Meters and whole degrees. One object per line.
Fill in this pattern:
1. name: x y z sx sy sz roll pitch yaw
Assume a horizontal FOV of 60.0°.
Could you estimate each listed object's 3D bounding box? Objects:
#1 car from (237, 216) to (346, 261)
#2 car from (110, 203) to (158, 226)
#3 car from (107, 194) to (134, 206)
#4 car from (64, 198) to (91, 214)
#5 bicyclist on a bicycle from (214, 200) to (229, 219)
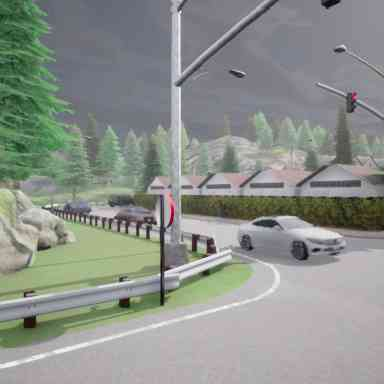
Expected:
1. car: 3.612 1.663 12.994 1.812 1.442 4.674 0 -3 -29
2. car: -4.104 1.755 24.529 1.994 1.385 4.181 0 0 -35
3. car: -10.955 1.398 53.198 2.150 2.045 5.566 0 0 33
4. car: -12.872 1.542 37.367 2.097 1.767 4.553 0 0 -32
5. bicyclist on a bicycle: 2.525 1.494 28.091 1.656 1.620 0.582 0 0 -35
